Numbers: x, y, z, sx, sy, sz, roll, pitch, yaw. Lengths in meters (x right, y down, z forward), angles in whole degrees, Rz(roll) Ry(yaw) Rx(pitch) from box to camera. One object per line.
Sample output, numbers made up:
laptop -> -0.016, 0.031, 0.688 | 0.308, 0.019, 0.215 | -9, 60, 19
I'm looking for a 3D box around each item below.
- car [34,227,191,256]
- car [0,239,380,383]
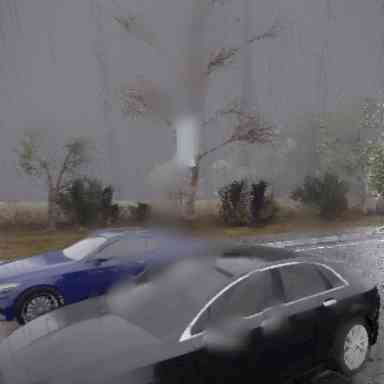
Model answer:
car -> -1.631, 1.501, 6.919 | 4.674, 1.442, 1.812 | 0, 0, -33
car -> 0.339, 1.492, 4.025 | 4.892, 1.490, 1.837 | 0, 0, -33
